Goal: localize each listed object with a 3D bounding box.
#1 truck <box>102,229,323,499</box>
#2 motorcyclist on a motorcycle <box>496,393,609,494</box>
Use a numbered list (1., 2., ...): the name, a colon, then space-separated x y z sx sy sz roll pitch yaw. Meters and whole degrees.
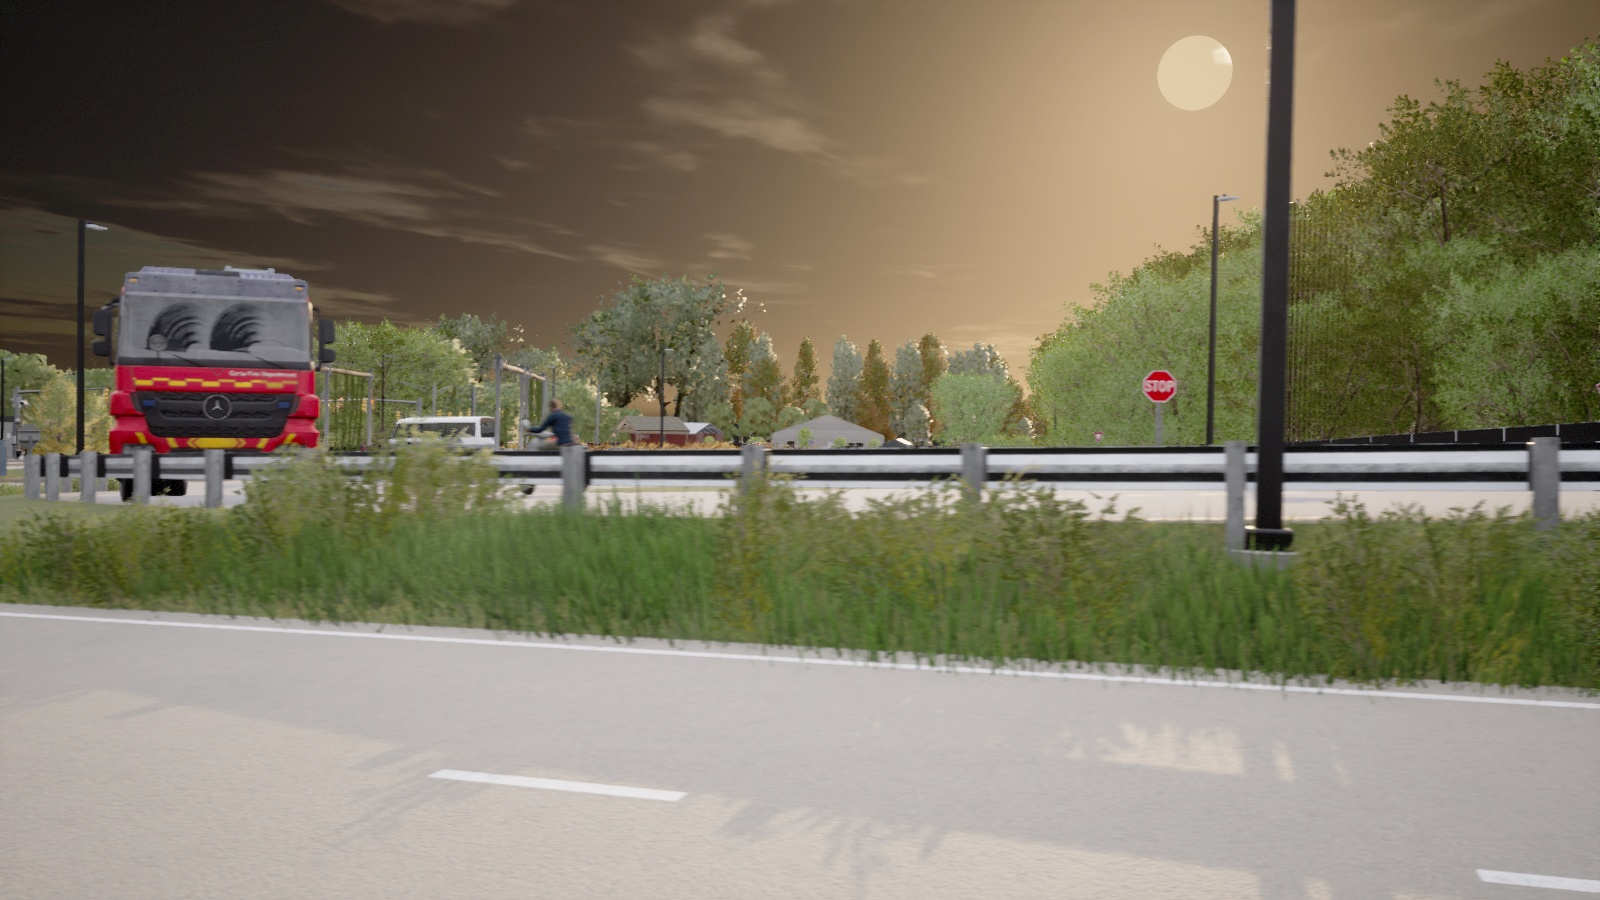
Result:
1. truck: -10.226 -1.140 22.182 2.891 3.827 8.468 1 -1 -24
2. motorcyclist on a motorcycle: -4.089 -0.075 20.711 1.817 1.590 0.866 -1 -2 40
